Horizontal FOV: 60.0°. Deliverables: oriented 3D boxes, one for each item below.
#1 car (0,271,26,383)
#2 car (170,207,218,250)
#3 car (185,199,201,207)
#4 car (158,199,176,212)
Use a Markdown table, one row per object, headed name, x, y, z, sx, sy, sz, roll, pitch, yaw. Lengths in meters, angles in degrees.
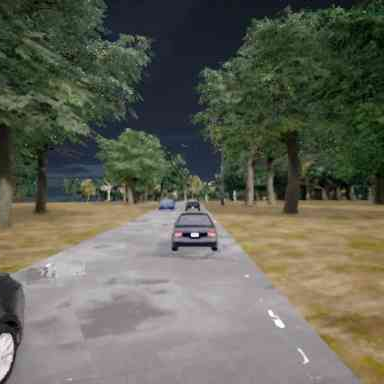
| name | x | y | z | sx | sy | sz | roll | pitch | yaw |
| --- | --- | --- | --- | --- | --- | --- | --- | --- | --- |
| car | -3.093 | 1.509 | 2.442 | 1.837 | 1.490 | 4.892 | 0 | 0 | 0 |
| car | 0.105 | 1.599 | 14.451 | 2.033 | 1.411 | 5.357 | 0 | 0 | 0 |
| car | 0.111 | 1.636 | 43.095 | 1.837 | 1.490 | 4.892 | 0 | 0 | 0 |
| car | -3.071 | 1.603 | 41.558 | 1.882 | 1.535 | 5.008 | 0 | 0 | 0 |
